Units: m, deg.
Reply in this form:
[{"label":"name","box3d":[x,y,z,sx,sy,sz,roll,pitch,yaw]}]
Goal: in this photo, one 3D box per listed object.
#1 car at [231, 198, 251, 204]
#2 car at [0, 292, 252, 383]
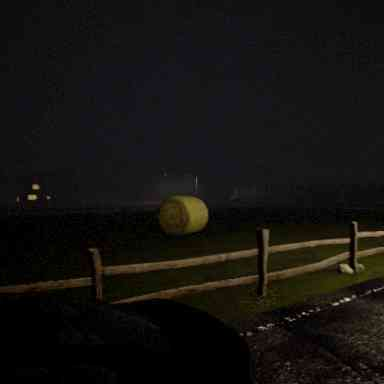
[{"label":"car","box3d":[10.174,1.835,68.483,1.895,1.301,4.718,-1,0,-35]},{"label":"car","box3d":[-1.855,1.478,1.749,5.008,1.535,1.882,0,0,-36]}]
